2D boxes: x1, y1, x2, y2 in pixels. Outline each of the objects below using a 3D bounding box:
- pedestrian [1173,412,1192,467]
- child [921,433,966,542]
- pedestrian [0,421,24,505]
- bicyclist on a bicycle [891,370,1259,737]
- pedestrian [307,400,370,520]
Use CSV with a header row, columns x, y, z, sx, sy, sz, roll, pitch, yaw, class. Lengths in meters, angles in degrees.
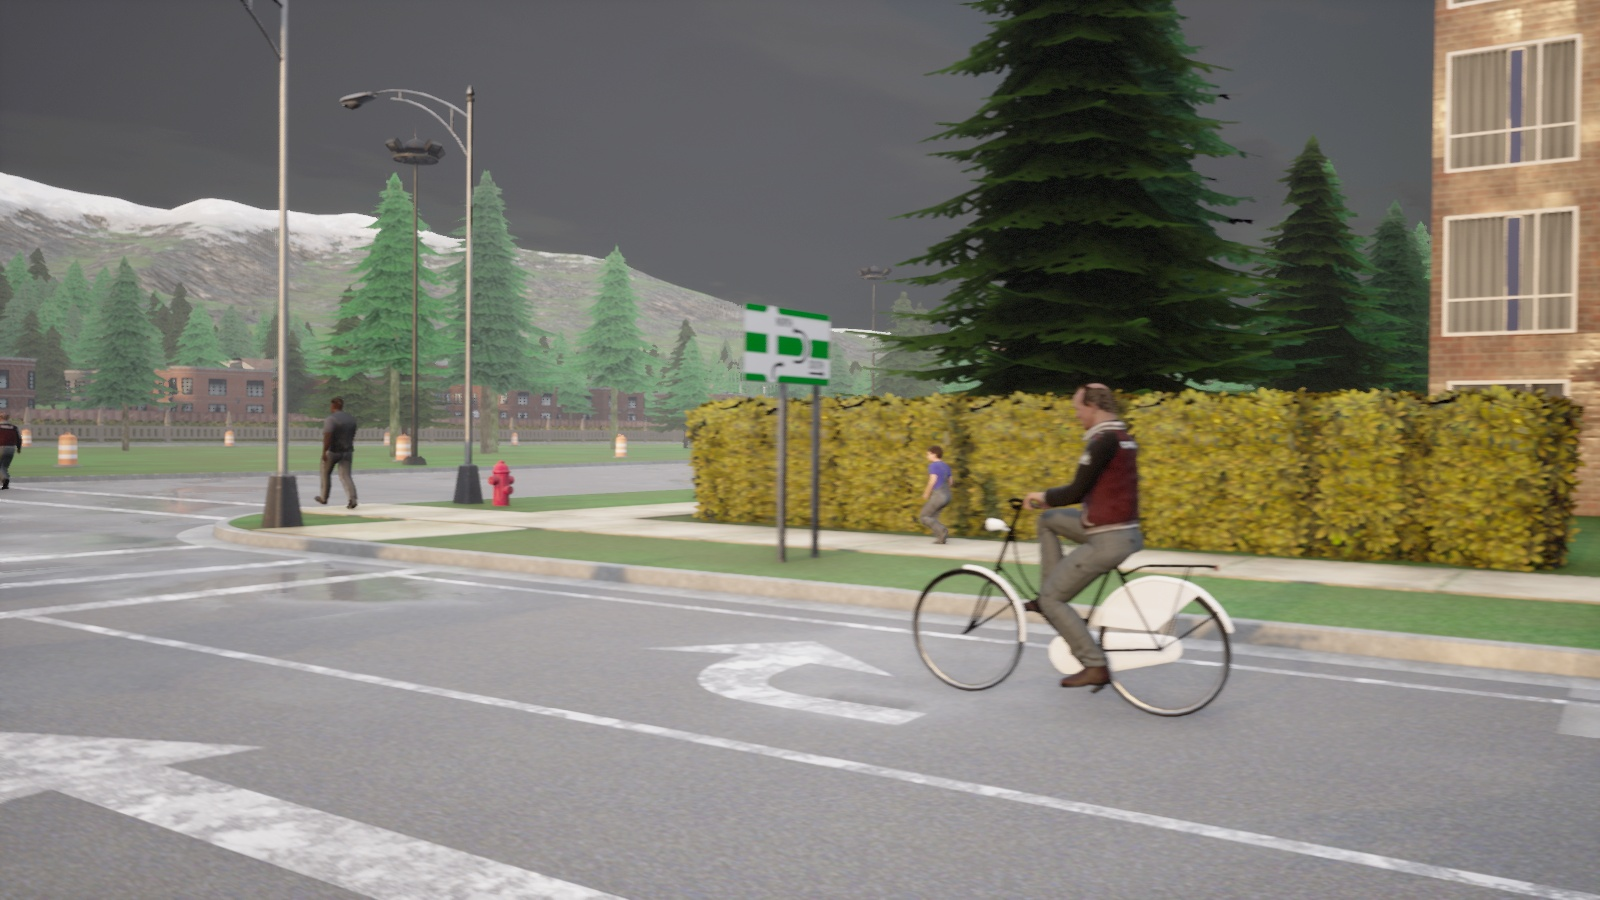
x,y,z,sx,sy,sz,roll,pitch,yaw,class
13.656,-0.382,44.811,0.423,1.949,0.788,0,1,34,pedestrian
1.683,0.431,14.720,0.437,1.263,0.270,0,1,34,child
-17.709,0.290,28.043,0.720,1.854,0.376,0,1,36,pedestrian
1.466,0.494,6.849,1.843,1.776,0.659,0,1,34,bicyclist on a bicycle
-7.423,0.149,20.199,0.849,1.883,0.563,0,1,38,pedestrian
